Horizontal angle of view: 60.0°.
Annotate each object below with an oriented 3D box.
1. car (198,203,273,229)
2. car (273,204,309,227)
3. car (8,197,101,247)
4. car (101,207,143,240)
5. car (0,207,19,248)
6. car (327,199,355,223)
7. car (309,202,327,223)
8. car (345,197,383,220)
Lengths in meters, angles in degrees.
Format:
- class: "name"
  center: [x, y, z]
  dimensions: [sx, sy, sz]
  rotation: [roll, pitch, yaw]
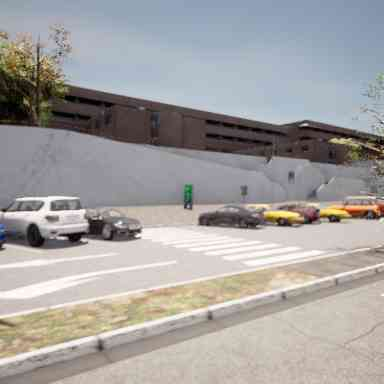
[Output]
- class: "car"
  center: [2.621, 1.601, 22.174]
  dimensions: [4.674, 1.452, 2.002]
  rotation: [-1, -1, 35]
- class: "car"
  center: [5.203, 1.576, 23.806]
  dimensions: [5.366, 1.575, 1.946]
  rotation: [-1, -1, 35]
- class: "car"
  center: [-7.125, 1.251, 15.275]
  dimensions: [5.566, 2.045, 2.435]
  rotation: [-1, -1, 35]
- class: "car"
  center: [-4.669, 1.515, 17.000]
  dimensions: [4.892, 1.521, 2.231]
  rotation: [-1, -1, 34]
- class: "car"
  center: [-9.526, 1.493, 13.536]
  dimensions: [5.008, 1.535, 2.097]
  rotation: [-1, -1, 35]
- class: "car"
  center: [10.063, 1.625, 27.266]
  dimensions: [5.366, 1.575, 1.946]
  rotation: [-1, -1, 35]
- class: "car"
  center: [7.453, 1.635, 25.652]
  dimensions: [4.792, 1.488, 2.163]
  rotation: [-1, -1, 35]
- class: "car"
  center: [14.792, 1.546, 30.813]
  dimensions: [4.553, 1.767, 2.185]
  rotation: [-1, -1, 34]
